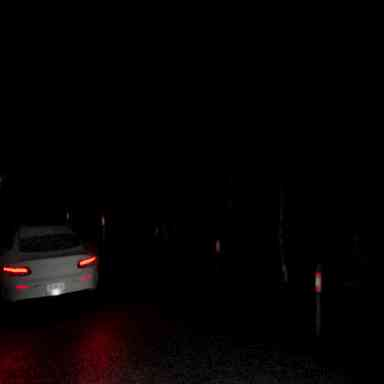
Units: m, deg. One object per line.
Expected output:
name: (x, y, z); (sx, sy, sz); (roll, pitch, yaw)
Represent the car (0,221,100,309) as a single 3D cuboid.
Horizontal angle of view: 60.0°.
car: (-3.453, 1.419, 7.761); (1.812, 1.442, 4.674); (-2, 2, -29)
